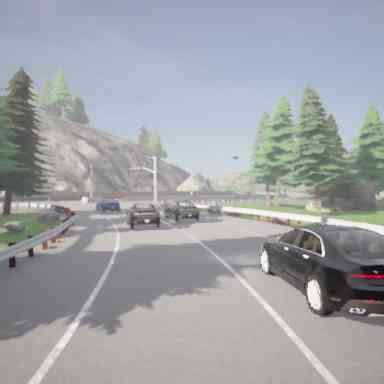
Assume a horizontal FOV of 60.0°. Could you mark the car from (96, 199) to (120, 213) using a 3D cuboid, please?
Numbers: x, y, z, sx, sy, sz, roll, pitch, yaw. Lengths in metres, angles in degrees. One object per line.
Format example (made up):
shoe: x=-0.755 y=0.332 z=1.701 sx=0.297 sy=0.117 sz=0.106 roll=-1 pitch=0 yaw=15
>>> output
car: x=-9.397 y=1.466 z=37.034 sx=1.882 sy=1.535 sz=5.008 roll=0 pitch=0 yaw=-27

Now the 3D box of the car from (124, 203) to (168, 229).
car: x=-3.263 y=1.472 z=21.641 sx=2.128 sy=1.511 sz=4.902 roll=0 pitch=0 yaw=-16

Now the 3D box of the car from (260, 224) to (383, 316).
car: x=2.983 y=1.477 z=7.483 sx=1.837 sy=1.490 sz=4.892 roll=0 pitch=0 yaw=-5

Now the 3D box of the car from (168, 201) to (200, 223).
car: x=-0.869 y=1.454 z=25.697 sx=2.128 sy=1.511 sz=4.902 roll=0 pitch=0 yaw=-18
